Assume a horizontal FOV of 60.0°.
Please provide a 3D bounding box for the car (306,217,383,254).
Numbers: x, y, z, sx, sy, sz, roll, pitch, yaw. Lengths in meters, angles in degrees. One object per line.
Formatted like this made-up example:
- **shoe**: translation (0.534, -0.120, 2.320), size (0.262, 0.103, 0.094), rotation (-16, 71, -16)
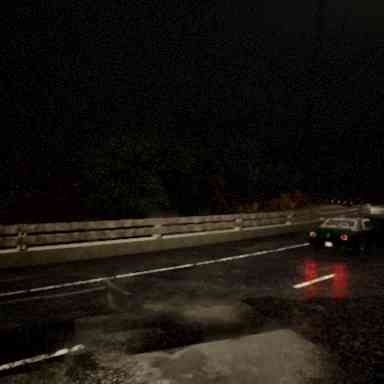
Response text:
- **car**: translation (6.879, 1.749, 14.347), size (4.718, 1.301, 1.895), rotation (1, -1, -44)
